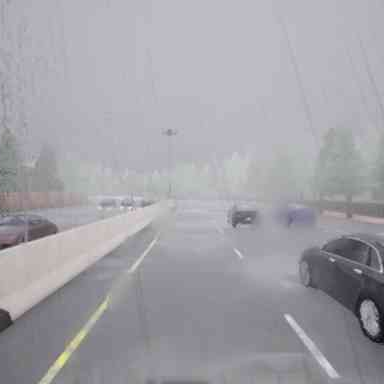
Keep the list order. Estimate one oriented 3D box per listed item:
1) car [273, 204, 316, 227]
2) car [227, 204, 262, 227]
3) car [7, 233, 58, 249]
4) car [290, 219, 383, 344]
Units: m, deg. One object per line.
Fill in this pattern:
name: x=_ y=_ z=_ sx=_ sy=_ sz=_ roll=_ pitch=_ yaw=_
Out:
car: x=7.094 y=1.566 z=23.493 sx=1.882 sy=1.535 sz=5.008 roll=0 pitch=0 yaw=0
car: x=3.594 y=1.565 z=23.495 sx=1.882 sy=1.535 sz=5.008 roll=0 pitch=0 yaw=0
car: x=-7.102 y=1.614 z=13.630 sx=1.994 sy=1.385 sz=4.181 roll=0 pitch=0 yaw=0
car: x=3.598 y=1.530 z=6.431 sx=1.837 sy=1.490 sz=4.892 roll=0 pitch=0 yaw=0
